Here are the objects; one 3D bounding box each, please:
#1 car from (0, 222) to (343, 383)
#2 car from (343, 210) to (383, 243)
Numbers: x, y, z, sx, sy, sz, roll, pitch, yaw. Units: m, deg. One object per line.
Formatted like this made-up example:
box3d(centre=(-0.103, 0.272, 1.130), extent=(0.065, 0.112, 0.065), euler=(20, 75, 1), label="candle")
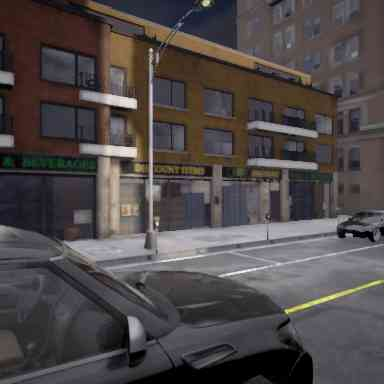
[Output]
box3d(centre=(-1.608, 1.216, 2.133), extent=(5.566, 2.045, 2.150), euler=(0, 0, -35), label="car")
box3d(centre=(8.836, 1.566, 16.200), extent=(4.313, 1.339, 1.947), euler=(0, 0, -35), label="car")
